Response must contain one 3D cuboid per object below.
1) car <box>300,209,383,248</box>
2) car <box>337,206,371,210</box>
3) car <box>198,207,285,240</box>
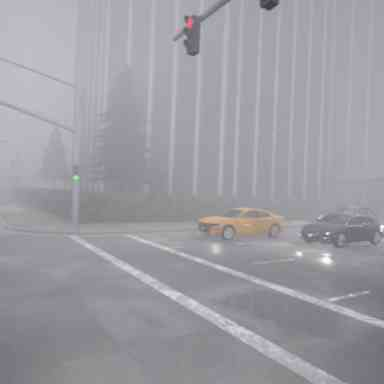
[{"bbox_3d":[7.386,1.779,16.257,4.892,1.490,1.837,2,0,-32],"label":"car"},{"bbox_3d":[10.499,1.755,22.331,4.553,1.767,2.097,2,0,-32],"label":"car"},{"bbox_3d":[2.636,1.568,17.408,5.008,1.535,1.882,2,0,-32],"label":"car"}]
